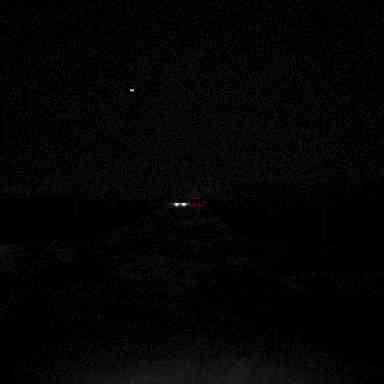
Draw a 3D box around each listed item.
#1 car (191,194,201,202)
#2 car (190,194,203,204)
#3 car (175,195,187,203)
[{"bbox_3d":[0.834,1.200,64.384,1.812,1.442,4.674,0,0,1],"label":"car"},{"bbox_3d":[0.704,1.212,54.346,2.128,1.511,4.902,0,0,1],"label":"car"},{"bbox_3d":[-1.981,1.253,59.412,1.994,1.385,4.181,0,0,1],"label":"car"}]
